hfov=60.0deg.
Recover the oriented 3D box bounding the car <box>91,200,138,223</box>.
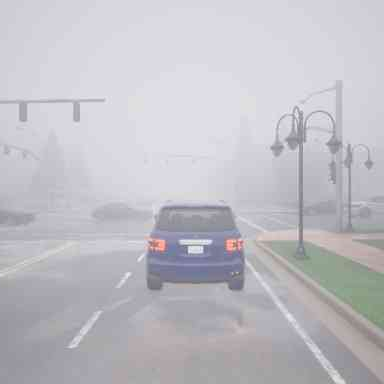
[{"bbox_3d":[-5.204,1.525,25.187,4.674,1.442,1.812,0,0,2],"label":"car"}]

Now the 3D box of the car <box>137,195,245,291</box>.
[{"bbox_3d":[0.087,1.221,9.185,2.150,2.045,5.566,0,0,0],"label":"car"}]

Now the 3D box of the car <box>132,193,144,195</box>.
[{"bbox_3d":[-10.461,1.477,67.527,1.882,1.535,5.008,0,0,0],"label":"car"}]

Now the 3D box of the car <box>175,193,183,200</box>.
[{"bbox_3d":[-3.432,1.210,87.778,2.097,1.767,4.553,0,0,0],"label":"car"}]

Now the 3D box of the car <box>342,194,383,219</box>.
[{"bbox_3d":[16.211,1.221,28.810,5.566,2.045,2.150,0,0,-1],"label":"car"}]

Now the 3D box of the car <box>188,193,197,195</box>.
[{"bbox_3d":[0.061,1.544,77.933,1.994,1.385,4.181,0,0,0],"label":"car"}]

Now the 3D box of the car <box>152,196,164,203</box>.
[{"bbox_3d":[-6.952,1.506,68.553,1.837,1.490,4.892,0,0,0],"label":"car"}]

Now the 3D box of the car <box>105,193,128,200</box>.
[{"bbox_3d":[-10.557,1.352,44.925,2.097,1.767,4.553,0,0,0],"label":"car"}]

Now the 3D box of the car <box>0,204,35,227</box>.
[{"bbox_3d":[-12.985,1.477,21.914,5.008,1.535,1.882,0,0,1],"label":"car"}]

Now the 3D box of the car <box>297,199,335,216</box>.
[{"bbox_3d":[12.766,1.505,32.290,4.892,1.490,1.837,0,0,-1],"label":"car"}]

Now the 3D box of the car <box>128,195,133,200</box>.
[{"bbox_3d":[-10.540,1.564,53.555,1.994,1.385,4.181,0,0,1],"label":"car"}]

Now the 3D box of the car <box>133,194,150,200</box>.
[{"bbox_3d":[-7.045,1.477,48.997,1.882,1.535,5.008,0,0,0],"label":"car"}]
